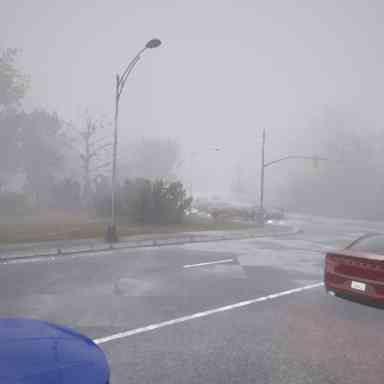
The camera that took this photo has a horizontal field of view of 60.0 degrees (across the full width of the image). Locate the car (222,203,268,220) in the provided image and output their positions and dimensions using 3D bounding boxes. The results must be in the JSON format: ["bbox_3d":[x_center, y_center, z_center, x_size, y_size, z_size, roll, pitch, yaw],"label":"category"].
[{"bbox_3d":[5.416,2.170,34.592,1.895,1.301,4.718,3,-1,-23],"label":"car"}]

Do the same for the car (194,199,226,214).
[{"bbox_3d":[2.258,2.036,42.791,1.994,1.385,4.181,3,0,-19],"label":"car"}]

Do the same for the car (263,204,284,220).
[{"bbox_3d":[8.105,2.215,37.267,1.837,1.490,4.892,3,-1,-21],"label":"car"}]

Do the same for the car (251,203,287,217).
[{"bbox_3d":[9.806,2.305,42.929,2.128,1.511,4.902,2,0,-21],"label":"car"}]

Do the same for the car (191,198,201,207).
[{"bbox_3d":[-0.654,1.703,52.351,2.128,1.511,4.902,2,1,-15],"label":"car"}]

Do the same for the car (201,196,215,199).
[{"bbox_3d":[1.913,1.730,56.505,1.837,1.490,4.892,2,2,-12],"label":"car"}]

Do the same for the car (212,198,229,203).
[{"bbox_3d":[4.629,2.105,46.478,2.033,1.411,5.357,3,1,-18],"label":"car"}]

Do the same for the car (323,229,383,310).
[{"bbox_3d":[4.968,1.555,7.324,5.008,1.535,1.882,1,-1,-35],"label":"car"}]

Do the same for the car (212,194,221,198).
[{"bbox_3d":[5.859,1.107,79.153,2.033,1.411,5.357,2,2,-1],"label":"car"}]

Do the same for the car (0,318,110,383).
[{"bbox_3d":[-2.890,1.478,1.681,5.008,1.535,1.882,0,0,-36],"label":"car"}]
